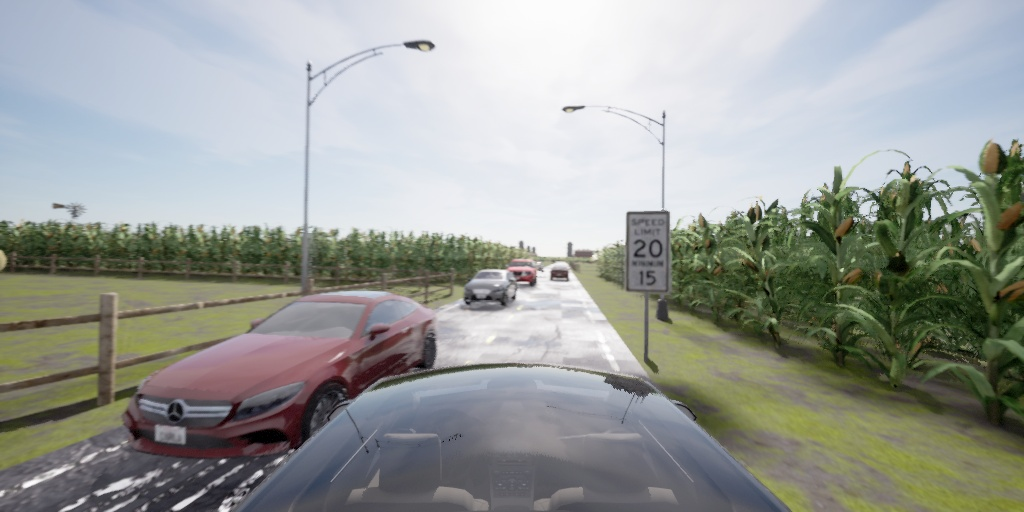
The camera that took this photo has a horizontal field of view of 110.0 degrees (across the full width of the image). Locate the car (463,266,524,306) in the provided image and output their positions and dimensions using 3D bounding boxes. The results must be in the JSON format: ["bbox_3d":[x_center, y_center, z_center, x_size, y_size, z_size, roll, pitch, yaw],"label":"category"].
[{"bbox_3d":[-0.888,1.398,16.836,2.128,1.511,4.902,1,-1,8],"label":"car"}]

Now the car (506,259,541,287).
[{"bbox_3d":[0.804,1.283,28.614,2.150,2.045,5.566,1,-1,9],"label":"car"}]

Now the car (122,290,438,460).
[{"bbox_3d":[-2.531,1.278,5.315,1.812,1.442,4.674,1,-1,8],"label":"car"}]

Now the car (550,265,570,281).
[{"bbox_3d":[4.898,1.687,36.850,1.882,1.535,5.008,1,-1,9],"label":"car"}]

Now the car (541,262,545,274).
[{"bbox_3d":[2.961,1.385,43.143,2.128,1.511,4.902,1,-1,8],"label":"car"}]
